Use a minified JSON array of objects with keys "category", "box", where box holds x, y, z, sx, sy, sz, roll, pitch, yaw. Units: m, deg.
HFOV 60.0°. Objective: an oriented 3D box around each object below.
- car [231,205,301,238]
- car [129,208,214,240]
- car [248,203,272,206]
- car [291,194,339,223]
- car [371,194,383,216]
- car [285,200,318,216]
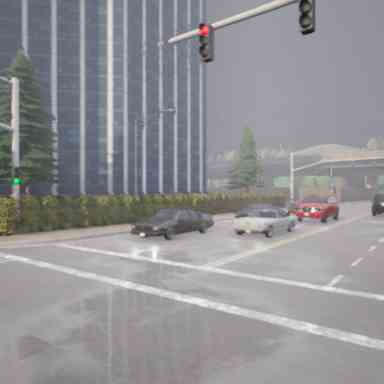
[{"category":"car","box":[4.010,1.602,17.989,1.895,1.301,4.718,0,0,36]},{"category":"car","box":[-0.809,1.552,17.412,2.033,1.411,5.357,0,0,34]},{"category":"car","box":[5.199,1.549,25.499,2.033,1.411,5.357,0,0,36]},{"category":"car","box":[9.718,1.220,25.726,2.150,2.045,5.566,0,0,36]},{"category":"car","box":[18.319,1.216,31.176,2.150,2.045,5.566,0,0,36]},{"category":"car","box":[11.022,1.564,33.358,1.994,1.385,4.181,0,0,36]}]
